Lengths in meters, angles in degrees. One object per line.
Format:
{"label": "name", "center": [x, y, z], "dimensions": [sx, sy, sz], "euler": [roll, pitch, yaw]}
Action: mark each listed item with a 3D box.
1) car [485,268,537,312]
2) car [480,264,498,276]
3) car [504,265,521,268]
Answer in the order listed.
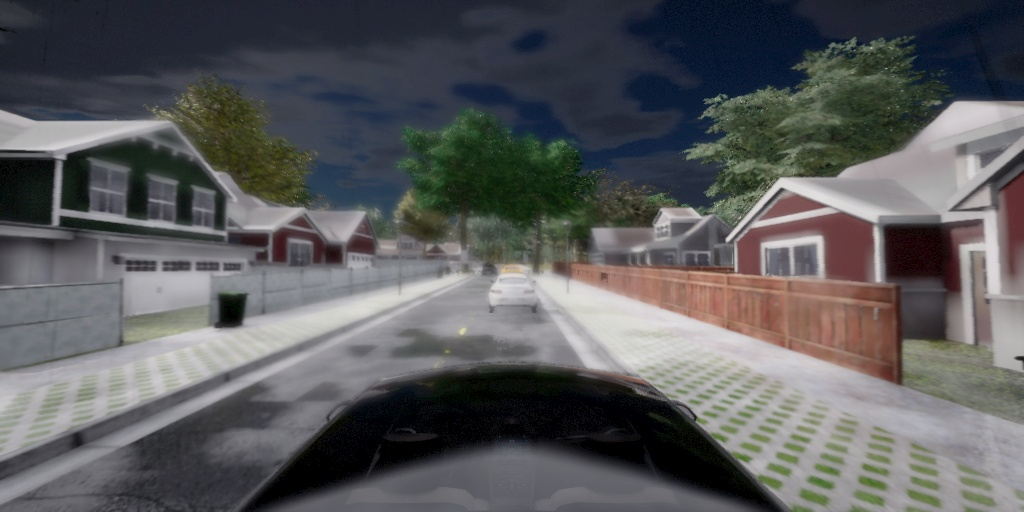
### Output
{"label": "car", "center": [0.051, 1.426, 14.905], "dimensions": [1.812, 1.442, 4.674], "euler": [0, 0, 1]}
{"label": "car", "center": [-2.802, 1.753, 45.385], "dimensions": [1.812, 1.442, 4.674], "euler": [0, -1, 0]}
{"label": "car", "center": [0.052, 1.549, 30.398], "dimensions": [1.882, 1.535, 5.008], "euler": [0, 0, 0]}
